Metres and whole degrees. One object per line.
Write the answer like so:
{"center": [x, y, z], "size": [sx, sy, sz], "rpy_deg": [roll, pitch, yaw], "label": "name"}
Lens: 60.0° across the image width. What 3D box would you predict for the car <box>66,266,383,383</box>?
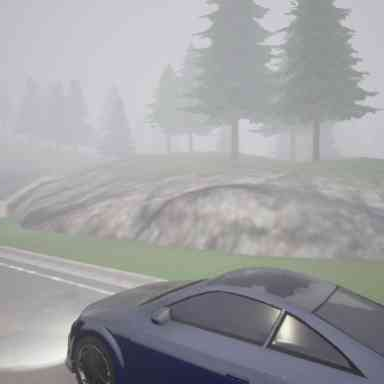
{"center": [0.537, 1.557, 3.610], "size": [4.181, 1.385, 1.994], "rpy_deg": [0, 0, 36], "label": "car"}
